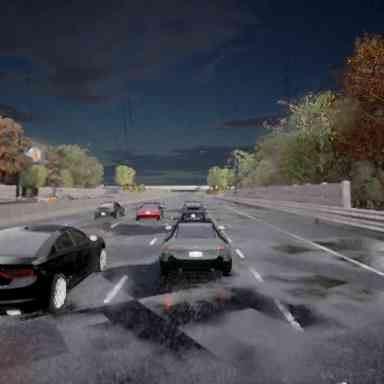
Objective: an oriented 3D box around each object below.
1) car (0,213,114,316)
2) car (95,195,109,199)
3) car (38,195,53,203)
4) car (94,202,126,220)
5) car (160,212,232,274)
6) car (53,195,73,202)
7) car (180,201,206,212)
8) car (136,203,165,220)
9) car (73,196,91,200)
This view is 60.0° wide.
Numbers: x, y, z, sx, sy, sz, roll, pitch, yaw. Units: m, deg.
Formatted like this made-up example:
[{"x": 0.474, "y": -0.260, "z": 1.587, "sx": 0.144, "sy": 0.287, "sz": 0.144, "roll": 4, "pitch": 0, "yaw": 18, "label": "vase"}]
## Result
[{"x": -3.401, "y": 1.476, "z": 7.657, "sx": 1.882, "sy": 1.535, "sz": 5.008, "roll": 0, "pitch": 0, "yaw": 0, "label": "car"}, {"x": -17.510, "y": 1.380, "z": 64.678, "sx": 2.097, "sy": 1.767, "sz": 4.553, "roll": 0, "pitch": 0, "yaw": 0, "label": "car"}, {"x": -28.005, "y": 1.380, "z": 64.460, "sx": 2.097, "sy": 1.767, "sz": 4.553, "roll": 0, "pitch": 0, "yaw": 0, "label": "car"}, {"x": -6.903, "y": 1.529, "z": 28.157, "sx": 1.812, "sy": 1.442, "sz": 4.674, "roll": 0, "pitch": 0, "yaw": 0, "label": "car"}, {"x": 0.099, "y": 1.562, "z": 10.530, "sx": 1.994, "sy": 1.385, "sz": 4.181, "roll": 0, "pitch": 0, "yaw": 0, "label": "car"}, {"x": -24.505, "y": 1.380, "z": 64.460, "sx": 2.097, "sy": 1.767, "sz": 4.553, "roll": 0, "pitch": 0, "yaw": 0, "label": "car"}, {"x": 0.099, "y": 1.507, "z": 27.137, "sx": 1.837, "sy": 1.490, "sz": 4.892, "roll": 0, "pitch": 0, "yaw": 0, "label": "car"}, {"x": -3.400, "y": 1.567, "z": 27.763, "sx": 1.994, "sy": 1.385, "sz": 4.181, "roll": 0, "pitch": 0, "yaw": 0, "label": "car"}, {"x": -21.006, "y": 1.524, "z": 64.858, "sx": 1.837, "sy": 1.490, "sz": 4.892, "roll": 0, "pitch": 0, "yaw": 0, "label": "car"}]
